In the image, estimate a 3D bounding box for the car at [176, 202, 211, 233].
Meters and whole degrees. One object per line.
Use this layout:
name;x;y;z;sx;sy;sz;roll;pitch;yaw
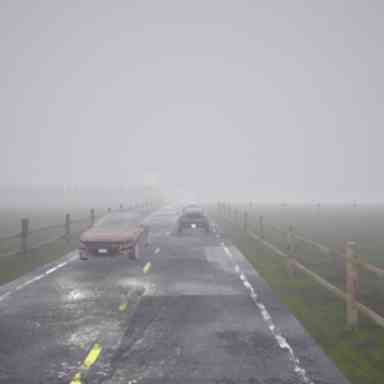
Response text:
car;0.092;1.624;20.706;1.837;1.490;4.892;0;0;0

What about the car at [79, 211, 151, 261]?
car;-2.756;1.552;12.763;1.882;1.535;5.008;0;0;0
